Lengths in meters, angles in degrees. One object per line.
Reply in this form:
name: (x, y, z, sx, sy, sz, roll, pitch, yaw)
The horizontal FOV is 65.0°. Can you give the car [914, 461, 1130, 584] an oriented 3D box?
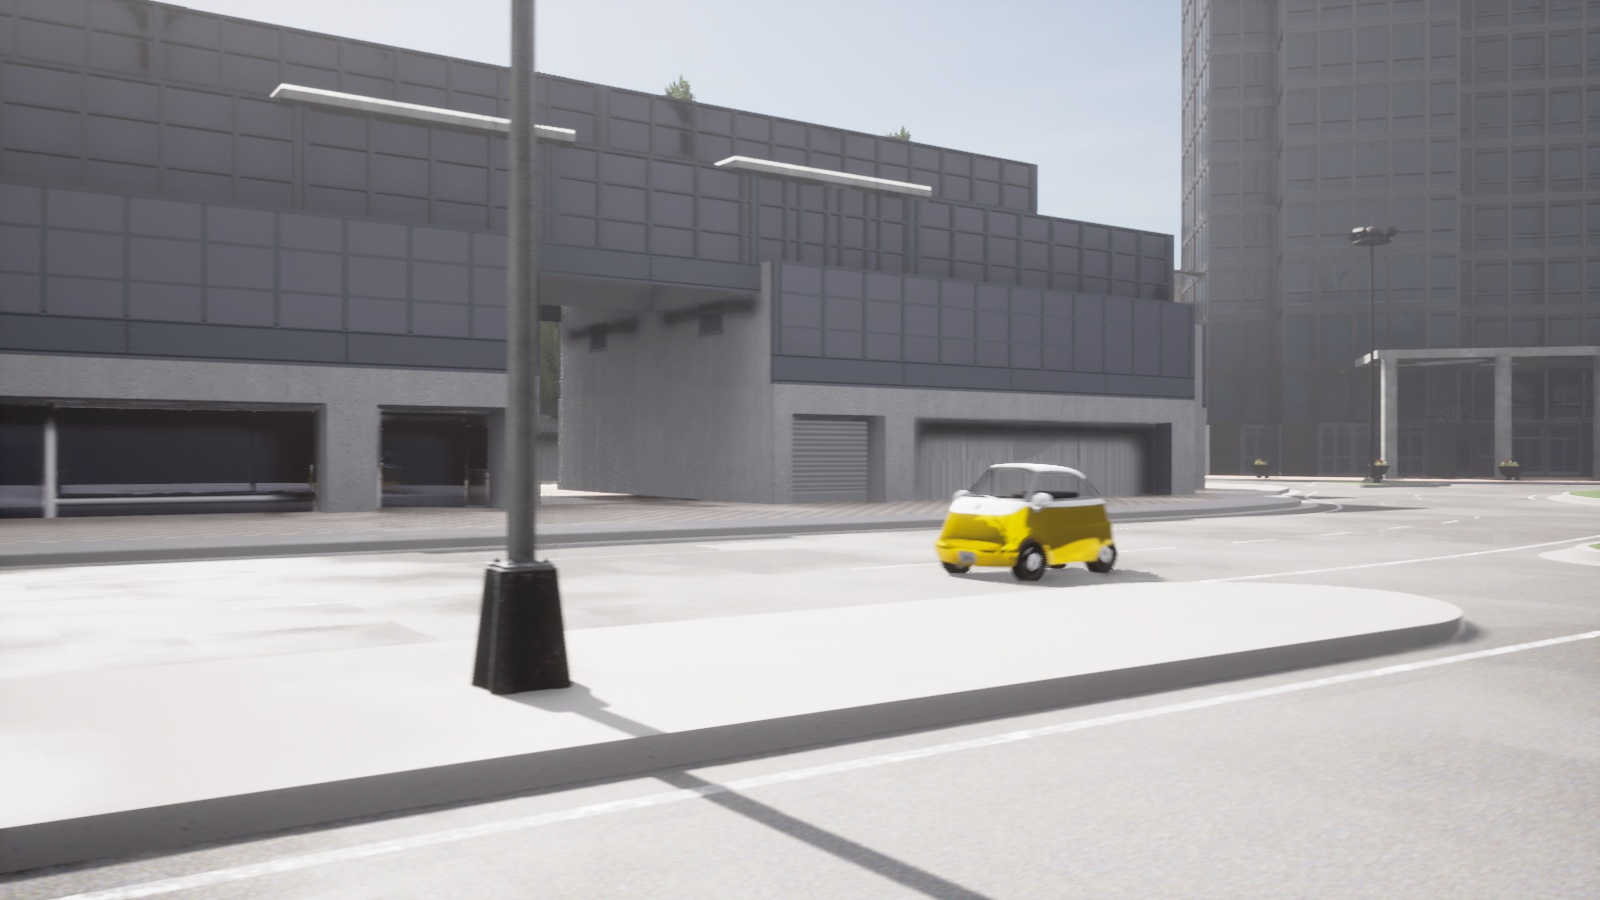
car: (2.724, 0.832, 15.367, 2.207, 1.376, 1.481, 0, 0, -36)
